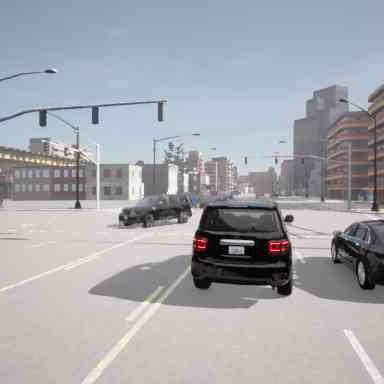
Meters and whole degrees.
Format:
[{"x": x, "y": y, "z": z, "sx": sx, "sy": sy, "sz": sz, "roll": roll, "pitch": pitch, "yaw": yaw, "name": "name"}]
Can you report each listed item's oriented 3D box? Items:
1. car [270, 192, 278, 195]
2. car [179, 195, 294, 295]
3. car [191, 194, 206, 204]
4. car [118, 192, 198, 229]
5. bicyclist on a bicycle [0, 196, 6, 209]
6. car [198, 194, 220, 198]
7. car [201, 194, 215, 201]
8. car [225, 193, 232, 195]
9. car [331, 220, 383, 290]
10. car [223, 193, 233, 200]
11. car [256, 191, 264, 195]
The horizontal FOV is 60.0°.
[{"x": 20.857, "y": 0.743, "z": 84.464, "sx": 2.033, "sy": 1.411, "sz": 5.357, "roll": 0, "pitch": 1, "yaw": 11, "name": "car"}, {"x": 1.534, "y": 1.221, "z": 9.038, "sx": 2.150, "sy": 2.045, "sz": 5.566, "roll": 0, "pitch": 0, "yaw": 14, "name": "car"}, {"x": 1.159, "y": 1.217, "z": 57.940, "sx": 1.837, "sy": 1.490, "sz": 4.892, "roll": 0, "pitch": 1, "yaw": 11, "name": "car"}, {"x": -2.329, "y": 1.205, "z": 22.242, "sx": 2.150, "sy": 2.045, "sz": 5.566, "roll": -1, "pitch": -1, "yaw": 38, "name": "car"}, {"x": -23.840, "y": 1.303, "z": 41.444, "sx": 0.582, "sy": 1.620, "sz": 1.656, "roll": 0, "pitch": 0, "yaw": 10, "name": "bicyclist on a bicycle"}, {"x": 2.328, "y": 1.381, "z": 46.057, "sx": 1.837, "sy": 1.490, "sz": 4.892, "roll": 0, "pitch": 1, "yaw": 11, "name": "car"}, {"x": 3.297, "y": 1.075, "z": 68.204, "sx": 2.033, "sy": 1.411, "sz": 5.357, "roll": 0, "pitch": 1, "yaw": 12, "name": "car"}, {"x": 6.034, "y": 1.091, "z": 64.244, "sx": 1.837, "sy": 1.490, "sz": 4.892, "roll": 0, "pitch": 1, "yaw": 12, "name": "car"}, {"x": 5.095, "y": 1.505, "z": 8.918, "sx": 1.837, "sy": 1.490, "sz": 4.892, "roll": 0, "pitch": 0, "yaw": 11, "name": "car"}, {"x": 8.084, "y": 0.926, "z": 74.198, "sx": 1.812, "sy": 1.442, "sz": 4.674, "roll": 0, "pitch": 1, "yaw": 11, "name": "car"}, {"x": 17.423, "y": 0.559, "z": 85.141, "sx": 2.097, "sy": 1.767, "sz": 4.553, "roll": 0, "pitch": 1, "yaw": 11, "name": "car"}]
